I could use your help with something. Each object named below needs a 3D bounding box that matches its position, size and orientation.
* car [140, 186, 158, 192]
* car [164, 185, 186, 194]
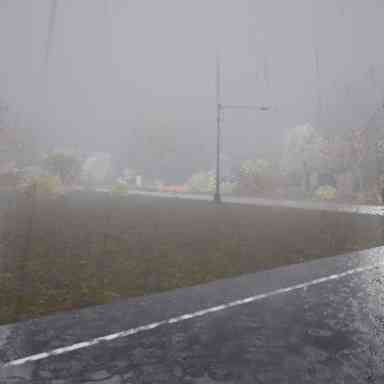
[{"bbox_3d":[-8.645,-0.600,66.314,1.895,1.301,4.718,0,2,-36],"label":"car"},{"bbox_3d":[-3.015,-0.541,58.464,2.097,1.767,4.553,0,2,-36],"label":"car"}]
